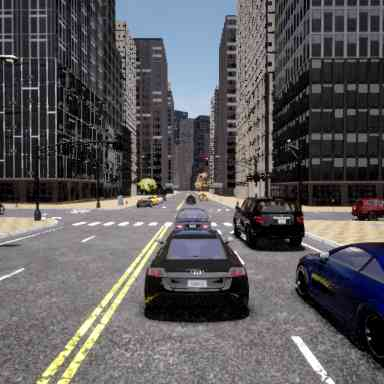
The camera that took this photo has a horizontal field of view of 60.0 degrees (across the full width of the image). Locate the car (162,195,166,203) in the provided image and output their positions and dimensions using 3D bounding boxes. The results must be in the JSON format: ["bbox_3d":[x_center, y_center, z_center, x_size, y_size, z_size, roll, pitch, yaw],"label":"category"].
[{"bbox_3d":[-6.838,1.469,66.565,1.812,1.442,4.674,0,0,0],"label":"car"}]

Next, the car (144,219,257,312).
[{"bbox_3d":[0.066,1.560,7.793,1.994,1.385,4.181,0,0,-1],"label":"car"}]

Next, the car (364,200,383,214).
[{"bbox_3d":[21.643,1.643,36.245,4.829,1.417,1.752,1,0,1],"label":"car"}]

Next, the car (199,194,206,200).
[{"bbox_3d":[2.837,1.242,89.079,1.837,1.490,4.892,0,0,0],"label":"car"}]

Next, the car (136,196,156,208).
[{"bbox_3d":[-6.813,1.529,48.188,1.994,1.385,4.181,0,0,0],"label":"car"}]

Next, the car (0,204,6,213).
[{"bbox_3d":[-19.946,1.345,30.948,4.892,1.490,1.837,1,1,1],"label":"car"}]

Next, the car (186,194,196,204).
[{"bbox_3d":[-0.200,1.451,64.420,1.837,1.490,4.892,0,0,0],"label":"car"}]

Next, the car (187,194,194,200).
[{"bbox_3d":[-0.415,1.387,89.482,1.882,1.535,5.008,0,0,0],"label":"car"}]

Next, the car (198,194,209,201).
[{"bbox_3d":[2.886,1.396,78.661,1.882,1.535,5.008,0,0,0],"label":"car"}]

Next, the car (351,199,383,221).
[{"bbox_3d":[16.073,1.520,27.933,5.009,1.841,2.192,1,0,1],"label":"car"}]

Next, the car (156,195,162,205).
[{"bbox_3d":[-6.847,1.433,57.117,1.882,1.535,5.008,0,0,0],"label":"car"}]

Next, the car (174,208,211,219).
[{"bbox_3d":[0.022,1.538,17.014,2.033,1.411,5.357,0,0,0],"label":"car"}]

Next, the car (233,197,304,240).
[{"bbox_3d":[3.305,1.213,15.244,2.150,2.045,5.566,0,0,-2],"label":"car"}]

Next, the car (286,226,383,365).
[{"bbox_3d":[3.334,1.561,5.823,1.994,1.385,4.181,0,0,-1],"label":"car"}]
